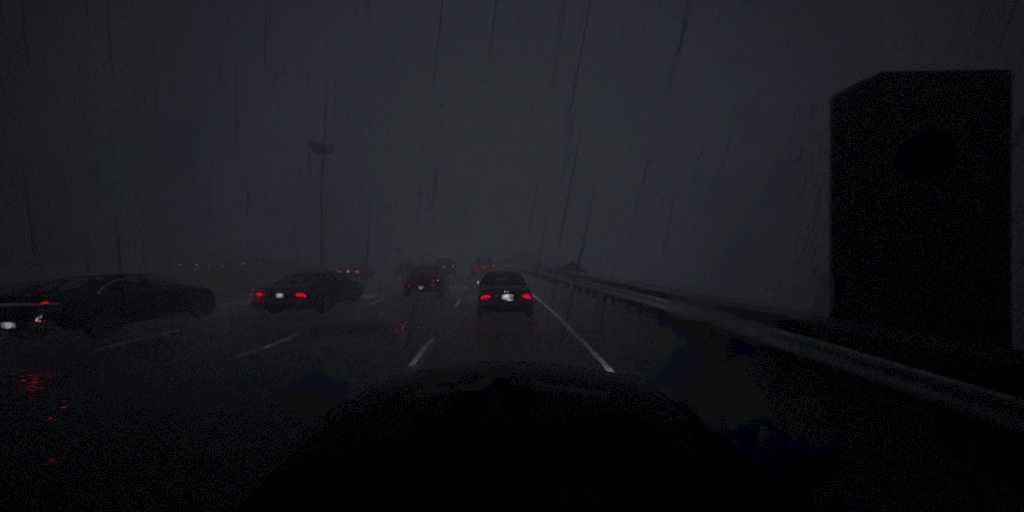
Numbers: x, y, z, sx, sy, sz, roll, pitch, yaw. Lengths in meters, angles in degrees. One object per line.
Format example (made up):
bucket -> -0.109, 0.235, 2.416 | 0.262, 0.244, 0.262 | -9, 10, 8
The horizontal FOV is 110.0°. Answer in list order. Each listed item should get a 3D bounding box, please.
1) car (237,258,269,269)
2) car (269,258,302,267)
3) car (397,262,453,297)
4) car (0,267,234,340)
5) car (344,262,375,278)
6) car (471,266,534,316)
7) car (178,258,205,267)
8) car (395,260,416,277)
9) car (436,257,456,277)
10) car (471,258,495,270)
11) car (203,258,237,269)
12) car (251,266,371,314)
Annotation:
car -> -29.718, 1.014, 42.230 | 2.097, 1.767, 4.553 | 0, 0, -14
car -> -25.997, 1.181, 41.734 | 1.812, 1.442, 4.674 | 0, 0, -13
car -> -4.292, 1.218, 18.390 | 1.812, 1.442, 4.674 | 0, 0, -5
car -> -10.708, 1.236, 9.969 | 2.128, 1.511, 4.902 | 0, 0, -3
car -> -12.629, 1.217, 29.282 | 2.033, 1.411, 5.357 | 0, 0, -9
car -> -0.327, 1.251, 13.079 | 2.033, 1.411, 5.357 | 0, 0, -4
car -> -36.904, 1.035, 42.167 | 2.097, 1.767, 4.553 | 0, 0, -14
car -> -9.981, 1.119, 34.386 | 1.882, 1.535, 5.008 | 0, 0, -10
car -> -6.339, 0.986, 33.823 | 2.097, 1.767, 4.553 | 0, 0, -9
car -> -2.749, 0.977, 33.548 | 2.097, 1.767, 4.553 | 0, 0, -9
car -> -33.171, 1.201, 41.633 | 1.812, 1.442, 4.674 | 0, 0, -14
car -> -7.374, 1.268, 13.620 | 2.033, 1.411, 5.357 | 0, 0, -4
